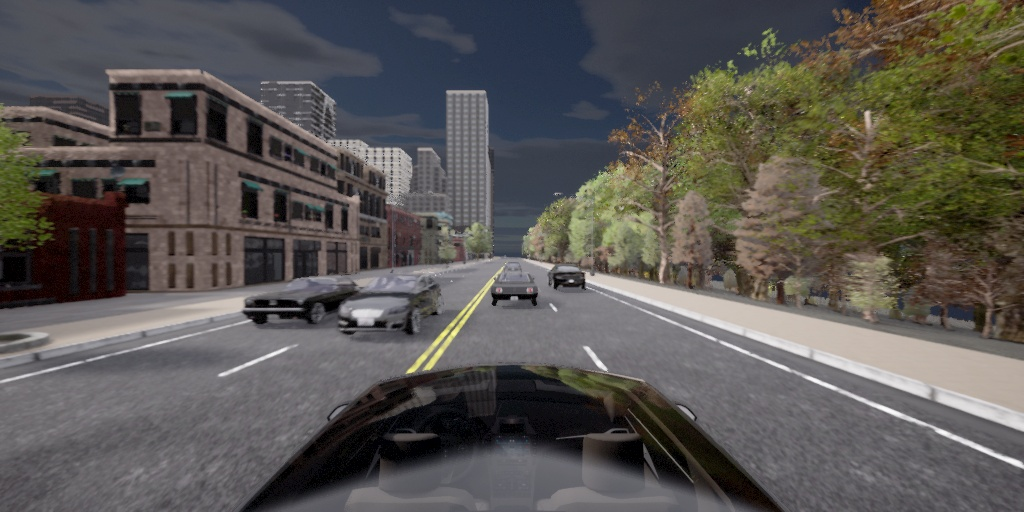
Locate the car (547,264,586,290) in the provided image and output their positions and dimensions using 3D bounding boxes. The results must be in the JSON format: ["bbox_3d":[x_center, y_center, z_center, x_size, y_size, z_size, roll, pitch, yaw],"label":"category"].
[{"bbox_3d":[3.346,1.256,22.693,1.882,1.535,5.008,0,0,0],"label":"car"}]

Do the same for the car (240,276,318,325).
[{"bbox_3d":[-6.565,1.365,12.075,1.895,1.301,4.718,0,0,0],"label":"car"}]

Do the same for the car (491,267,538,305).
[{"bbox_3d":[0.097,1.371,16.201,1.895,1.301,4.718,0,0,0],"label":"car"}]

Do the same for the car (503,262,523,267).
[{"bbox_3d":[0.094,1.344,36.220,2.033,1.411,5.357,0,0,0],"label":"car"}]

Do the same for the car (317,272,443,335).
[{"bbox_3d":[-3.324,1.255,10.648,2.128,1.511,4.902,0,0,0],"label":"car"}]
